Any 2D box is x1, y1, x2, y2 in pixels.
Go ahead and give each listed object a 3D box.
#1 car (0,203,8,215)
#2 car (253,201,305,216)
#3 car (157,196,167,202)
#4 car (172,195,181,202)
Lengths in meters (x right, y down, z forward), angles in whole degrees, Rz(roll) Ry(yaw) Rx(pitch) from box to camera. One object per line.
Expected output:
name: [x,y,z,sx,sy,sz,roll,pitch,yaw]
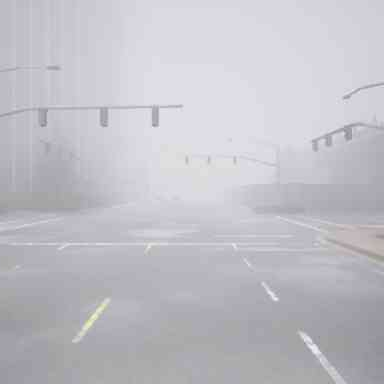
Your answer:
car: [-20.285,1.550,32.396,4.181,1.385,1.994,0,0,0]
car: [8.341,1.577,32.458,4.718,1.301,1.895,1,0,0]
car: [-7.000,1.525,77.175,1.994,1.385,4.181,0,0,0]
car: [-3.500,1.512,77.175,2.033,1.411,5.357,0,0,0]
